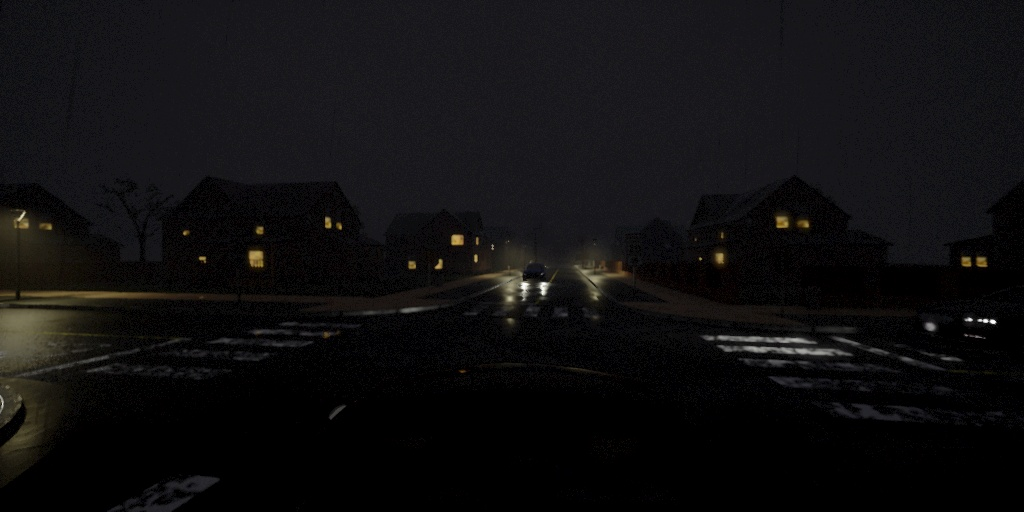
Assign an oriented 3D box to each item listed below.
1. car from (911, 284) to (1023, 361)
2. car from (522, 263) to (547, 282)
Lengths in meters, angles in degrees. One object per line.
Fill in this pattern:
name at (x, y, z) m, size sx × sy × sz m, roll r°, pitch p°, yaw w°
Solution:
car at (11.538, 1.292, 7.364) m, size 4.902 × 1.511 × 2.128 m, roll 0°, pitch 0°, yaw 11°
car at (2.050, 1.375, 31.450) m, size 1.882 × 1.535 × 5.008 m, roll 0°, pitch 0°, yaw 8°
